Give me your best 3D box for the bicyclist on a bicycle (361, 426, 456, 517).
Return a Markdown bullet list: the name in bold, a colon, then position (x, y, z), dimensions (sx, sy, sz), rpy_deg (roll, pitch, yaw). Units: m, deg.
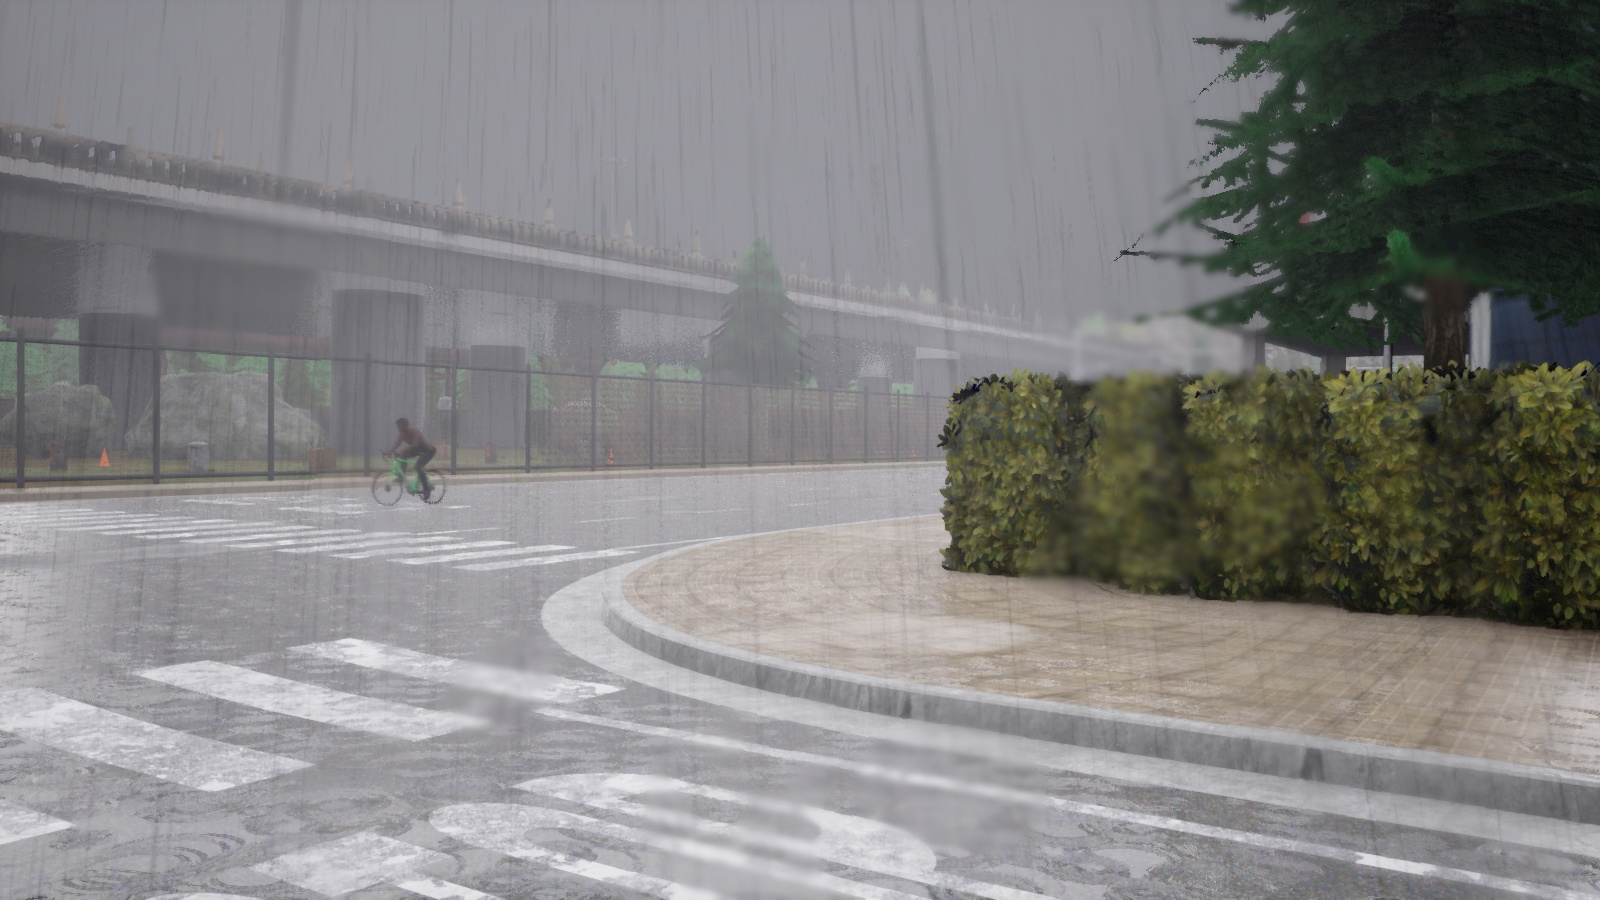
- **bicyclist on a bicycle**: position (-7.261, 0.376, 23.357), dimensions (0.582, 1.620, 1.656), rpy_deg (0, 1, 33)
